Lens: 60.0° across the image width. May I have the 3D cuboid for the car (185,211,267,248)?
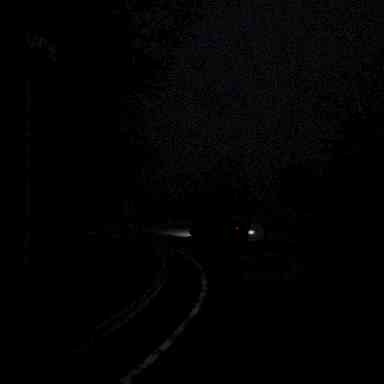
[{"bbox_3d":[1.510,1.563,15.028,1.994,1.385,4.181,1,0,-25],"label":"car"}]
